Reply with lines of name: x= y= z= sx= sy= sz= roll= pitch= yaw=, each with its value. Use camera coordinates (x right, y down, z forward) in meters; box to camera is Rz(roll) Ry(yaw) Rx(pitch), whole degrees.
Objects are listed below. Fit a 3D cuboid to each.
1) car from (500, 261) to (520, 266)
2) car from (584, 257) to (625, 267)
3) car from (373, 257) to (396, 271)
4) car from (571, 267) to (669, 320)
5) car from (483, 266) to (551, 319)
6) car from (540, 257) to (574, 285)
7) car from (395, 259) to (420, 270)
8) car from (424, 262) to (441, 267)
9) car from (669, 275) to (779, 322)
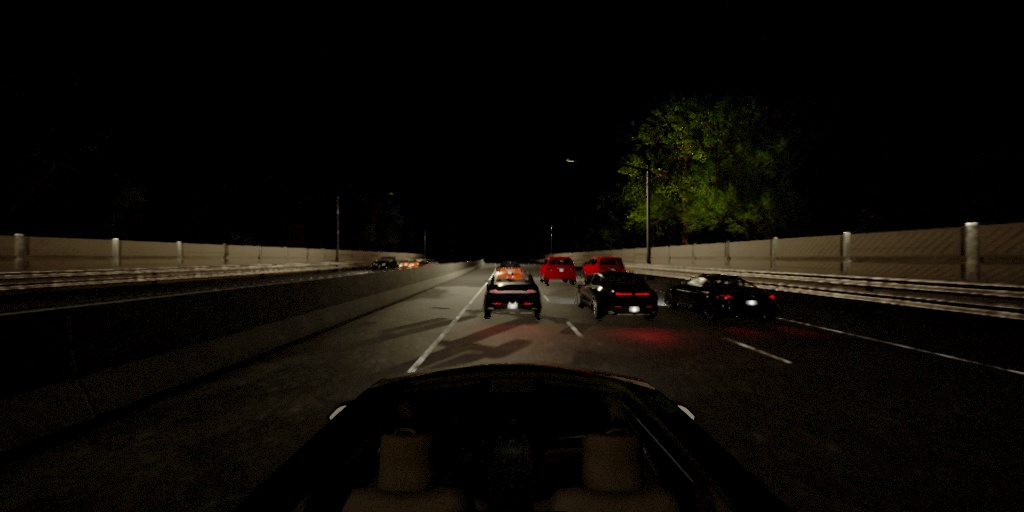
car: x=-0.157 y=1.187 z=27.895 sx=2.097 sy=1.767 sz=4.553 roll=0 pitch=0 yaw=-1
car: x=6.854 y=1.057 z=27.151 sx=2.150 sy=2.045 sz=5.566 roll=0 pitch=0 yaw=0
car: x=-18.332 y=1.133 z=52.126 sx=2.150 sy=2.045 sz=5.566 roll=0 pitch=0 yaw=-1
car: x=3.517 y=1.290 z=12.723 sx=1.837 sy=1.490 sz=4.892 roll=0 pitch=0 yaw=0
car: x=0.016 y=1.279 z=13.027 sx=2.128 sy=1.511 sz=4.902 roll=0 pitch=0 yaw=0
car: x=3.355 y=1.057 z=27.043 sx=2.150 sy=2.045 sz=5.566 roll=0 pitch=0 yaw=0
car: x=-14.831 y=1.265 z=52.012 sx=2.097 sy=1.767 sz=4.553 roll=0 pitch=0 yaw=-1
car: x=-11.316 y=1.513 z=51.502 sx=1.895 sy=1.301 sz=4.718 roll=0 pitch=0 yaw=-1
car: x=7.031 y=1.348 z=12.528 sx=1.994 sy=1.385 sz=4.181 roll=0 pitch=0 yaw=0
